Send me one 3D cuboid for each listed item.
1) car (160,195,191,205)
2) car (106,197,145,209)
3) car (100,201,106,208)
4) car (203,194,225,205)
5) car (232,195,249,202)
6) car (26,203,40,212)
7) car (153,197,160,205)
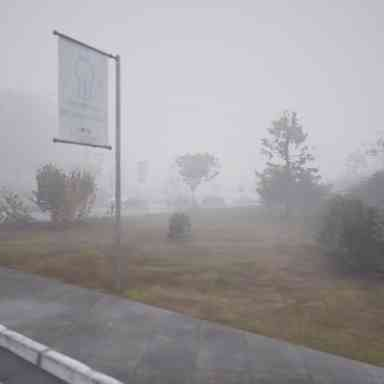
[{"bbox_3d":[-2.257,1.189,52.861,2.097,1.767,4.553,0,1,40],"label":"car"},{"bbox_3d":[-8.613,1.437,44.937,1.882,1.535,5.008,0,1,39],"label":"car"},{"bbox_3d":[-10.930,1.481,47.652,1.812,1.442,4.674,0,0,39],"label":"car"},{"bbox_3d":[3.539,1.105,54.422,2.097,1.767,4.553,0,1,37],"label":"car"},{"bbox_3d":[9.351,1.148,62.777,1.895,1.301,4.718,0,1,32],"label":"car"},{"bbox_3d":[-17.246,1.558,39.766,2.033,1.411,5.357,0,0,39],"label":"car"},{"bbox_3d":[-4.391,1.328,55.778,1.837,1.490,4.892,0,1,39],"label":"car"}]
